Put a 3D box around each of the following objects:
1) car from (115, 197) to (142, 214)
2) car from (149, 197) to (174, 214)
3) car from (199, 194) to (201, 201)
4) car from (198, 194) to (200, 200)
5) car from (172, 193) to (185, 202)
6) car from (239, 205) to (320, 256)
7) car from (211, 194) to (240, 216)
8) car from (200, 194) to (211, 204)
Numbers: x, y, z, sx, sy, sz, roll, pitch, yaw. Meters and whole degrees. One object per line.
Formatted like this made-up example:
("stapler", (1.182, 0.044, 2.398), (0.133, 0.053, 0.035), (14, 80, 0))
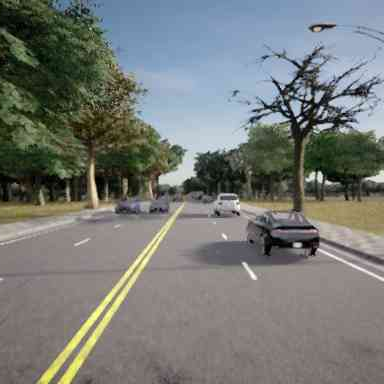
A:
("car", (-6.583, 1.341, 34.621), (2.097, 1.767, 4.553), (0, 0, 0))
("car", (-3.333, 1.553, 34.905), (1.994, 1.385, 4.181), (0, 0, 0))
("car", (3.269, 1.577, 76.498), (1.801, 1.575, 5.366), (0, 0, 0))
("car", (3.266, 1.783, 87.364), (1.895, 1.301, 4.718), (0, 0, 0))
("car", (-3.231, 1.299, 75.923), (2.150, 2.045, 5.566), (0, 0, 0))
("car", (3.353, 1.470, 12.976), (2.128, 1.511, 4.902), (0, 0, 0))
("car", (3.358, 1.207, 32.665), (2.150, 2.045, 5.566), (0, 0, 0))
("car", (3.266, 1.558, 65.306), (2.128, 1.511, 4.902), (0, 0, 0))
